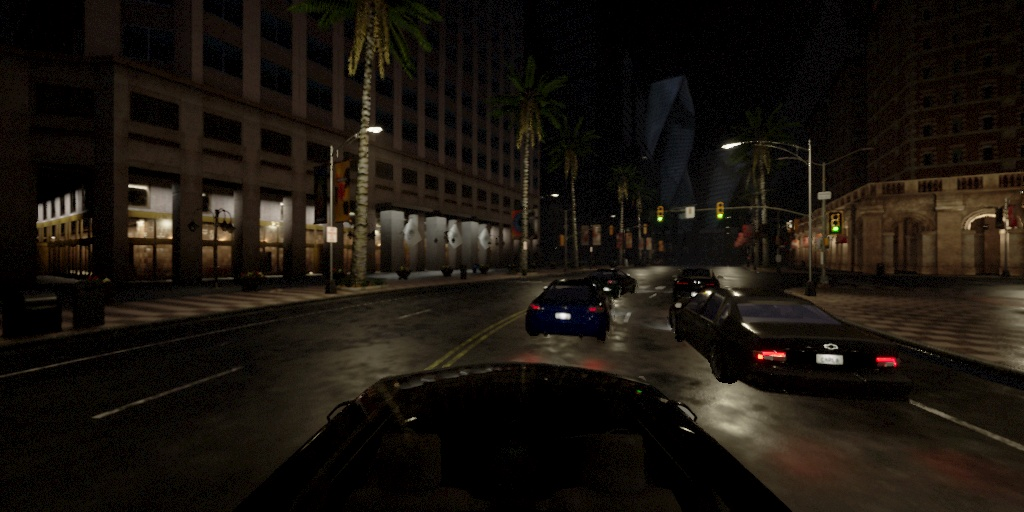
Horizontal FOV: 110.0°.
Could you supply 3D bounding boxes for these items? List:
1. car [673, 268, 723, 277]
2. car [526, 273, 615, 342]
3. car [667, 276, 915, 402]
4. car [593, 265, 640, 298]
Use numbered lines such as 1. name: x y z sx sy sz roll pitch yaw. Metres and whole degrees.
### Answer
1. car: 8.727 1.308 16.919 1.837 1.490 4.892 0 0 29
2. car: 1.753 1.341 10.096 1.994 1.385 4.181 0 0 17
3. car: 4.424 1.316 6.835 2.033 1.411 5.357 0 0 12
4. car: 5.182 1.370 18.979 1.994 1.385 4.181 0 0 34
